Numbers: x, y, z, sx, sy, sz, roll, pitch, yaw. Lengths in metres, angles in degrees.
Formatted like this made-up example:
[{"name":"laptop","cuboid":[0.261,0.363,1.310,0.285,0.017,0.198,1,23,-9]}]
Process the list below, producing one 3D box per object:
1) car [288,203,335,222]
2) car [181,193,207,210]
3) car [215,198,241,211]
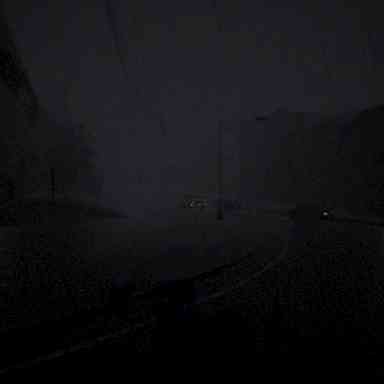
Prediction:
[{"name":"car","cuboid":[9.260,1.567,26.114,1.994,1.385,4.181,1,0,-12]},{"name":"car","cuboid":[0.106,1.176,43.824,2.150,2.045,5.566,1,0,-18]},{"name":"car","cuboid":[4.493,1.492,42.184,1.882,1.535,5.008,1,1,-18]}]
